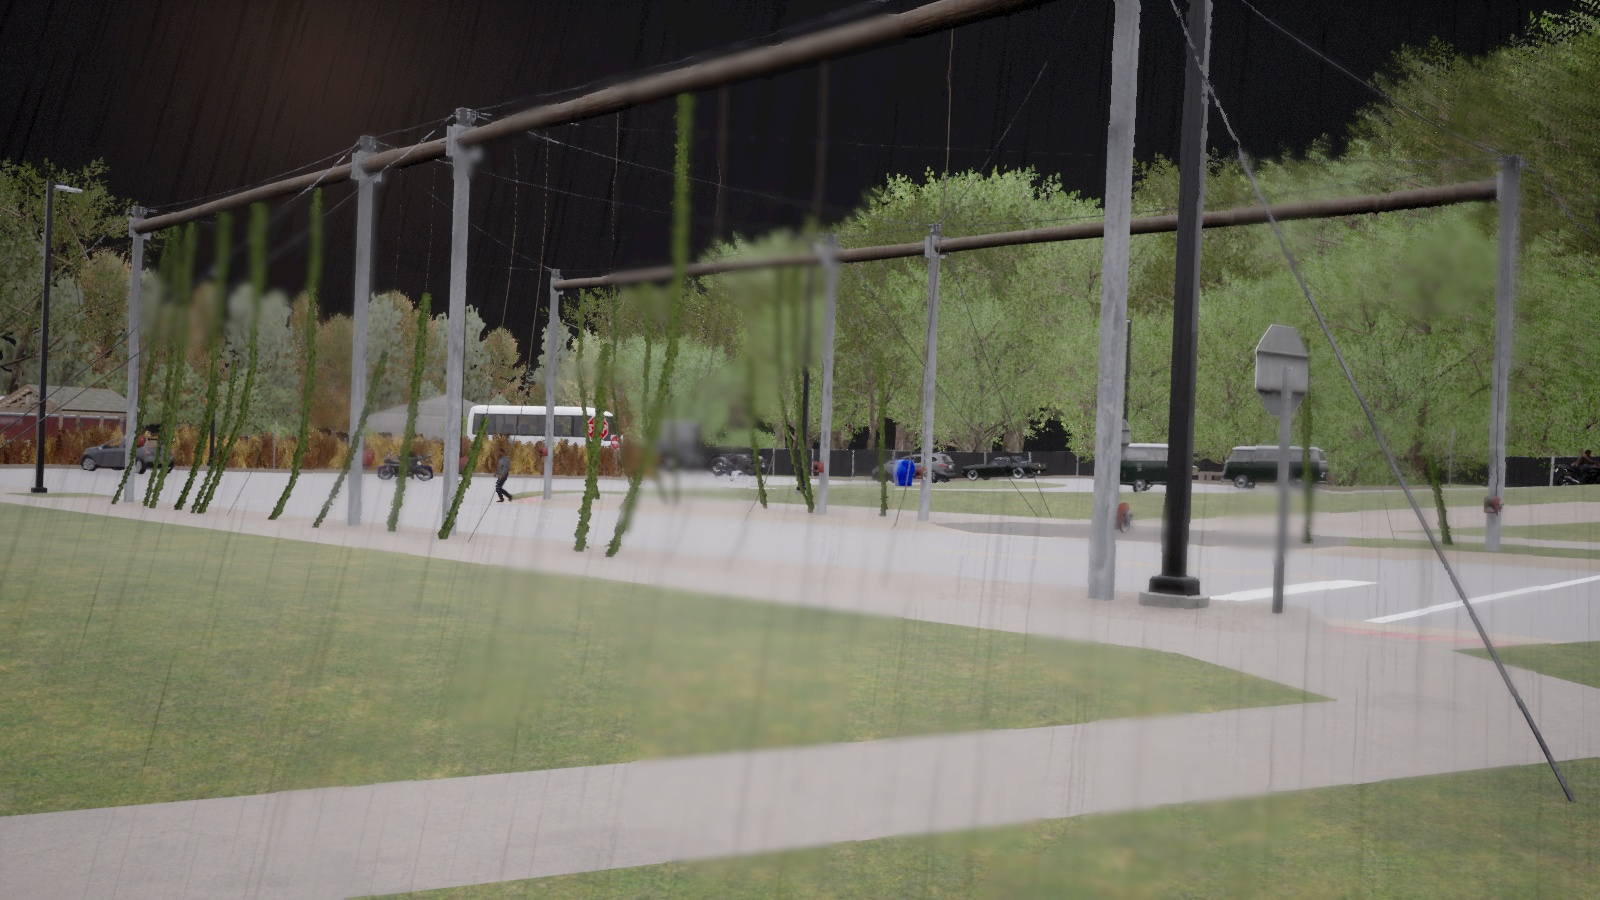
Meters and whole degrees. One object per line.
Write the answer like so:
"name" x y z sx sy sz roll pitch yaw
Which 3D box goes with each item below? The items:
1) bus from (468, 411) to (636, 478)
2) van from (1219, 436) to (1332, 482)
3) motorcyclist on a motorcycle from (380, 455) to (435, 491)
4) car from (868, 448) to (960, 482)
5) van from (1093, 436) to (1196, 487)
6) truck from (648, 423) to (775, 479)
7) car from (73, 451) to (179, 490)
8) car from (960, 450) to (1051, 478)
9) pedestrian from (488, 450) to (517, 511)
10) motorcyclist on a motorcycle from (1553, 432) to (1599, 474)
"bus" -16.413 -0.398 83.295 10.273 4.253 3.944 0 1 14
"van" 21.315 0.383 56.327 4.442 1.987 1.775 0 0 35
"motorcyclist on a motorcycle" -16.923 0.985 54.115 2.191 1.530 0.866 0 1 -21
"car" 6.427 0.844 70.671 4.611 1.667 2.242 -3 -1 26
"van" 14.028 0.421 51.044 4.442 1.987 1.775 0 1 -38
"truck" -5.780 0.028 81.616 7.936 3.462 2.891 0 1 27
"car" -28.029 0.831 52.270 3.633 1.501 1.845 1 1 16
"car" 11.748 0.810 71.981 4.718 1.301 1.895 -5 -2 36
"pedestrian" -9.534 0.977 40.279 0.788 1.949 0.423 1 0 -34
"motorcyclist on a motorcycle" 30.214 0.094 48.173 2.044 1.523 0.797 -4 -1 21
